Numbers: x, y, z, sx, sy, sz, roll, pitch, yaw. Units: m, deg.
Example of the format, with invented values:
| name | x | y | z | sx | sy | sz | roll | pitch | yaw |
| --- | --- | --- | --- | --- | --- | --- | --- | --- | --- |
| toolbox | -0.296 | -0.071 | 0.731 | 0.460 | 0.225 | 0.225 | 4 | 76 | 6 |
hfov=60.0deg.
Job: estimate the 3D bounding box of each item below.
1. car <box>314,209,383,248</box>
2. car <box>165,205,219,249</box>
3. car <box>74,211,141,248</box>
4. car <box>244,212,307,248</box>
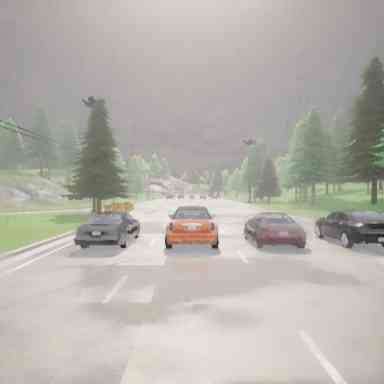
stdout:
| name | x | y | z | sx | sy | sz | roll | pitch | yaw |
| --- | --- | --- | --- | --- | --- | --- | --- | --- | --- |
| car | 7.000 | 1.514 | 14.650 | 1.837 | 1.490 | 4.892 | 0 | 0 | 0 |
| car | 0.000 | 1.363 | 14.620 | 2.097 | 1.767 | 4.553 | 0 | 0 | 0 |
| car | -3.500 | 1.560 | 14.650 | 2.033 | 1.411 | 5.357 | 0 | 0 | 0 |
| car | 3.500 | 1.570 | 14.650 | 1.994 | 1.385 | 4.181 | 0 | 0 | 0 |
